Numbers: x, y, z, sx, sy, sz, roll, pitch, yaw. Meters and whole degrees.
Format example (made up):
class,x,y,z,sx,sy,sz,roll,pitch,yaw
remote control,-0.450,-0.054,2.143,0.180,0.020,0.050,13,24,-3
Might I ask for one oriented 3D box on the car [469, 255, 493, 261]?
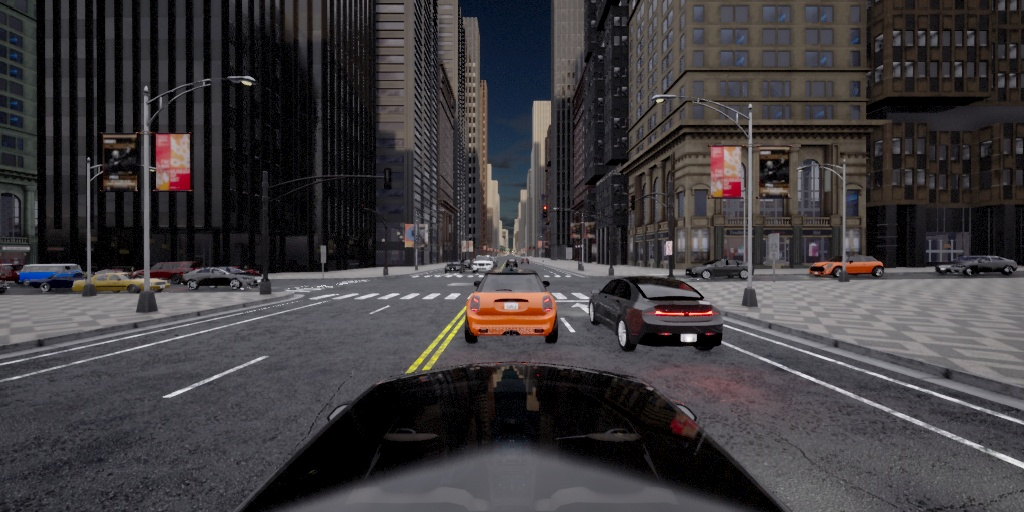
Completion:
class,x,y,z,sx,sy,sz,roll,pitch,yaw
car,-3.456,0.951,43.252,2.150,2.045,5.566,0,0,0

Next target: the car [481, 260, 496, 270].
class,x,y,z,sx,sy,sz,roll,pitch,yaw
car,-3.465,1.284,53.224,1.994,1.385,4.181,0,0,1

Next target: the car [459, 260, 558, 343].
class,x,y,z,sx,sy,sz,roll,pitch,yaw
car,-0.008,1.101,9.858,2.097,1.767,4.553,0,0,0

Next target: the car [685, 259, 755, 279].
class,x,y,z,sx,sy,sz,roll,pitch,yaw
car,16.121,1.003,27.941,4.892,1.490,1.837,-1,0,0

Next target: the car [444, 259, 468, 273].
class,x,y,z,sx,sy,sz,roll,pitch,yaw
car,-6.703,1.295,42.409,1.994,1.385,4.181,0,0,0

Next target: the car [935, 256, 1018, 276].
class,x,y,z,sx,sy,sz,roll,pitch,yaw
car,36.085,0.723,27.949,4.902,1.511,2.128,-1,0,0

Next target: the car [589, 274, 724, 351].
class,x,y,z,sx,sy,sz,roll,pitch,yaw
car,3.234,1.254,8.998,1.837,1.490,4.892,0,0,0

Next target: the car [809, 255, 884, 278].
class,x,y,z,sx,sy,sz,roll,pitch,yaw
car,25.949,0.719,27.946,4.553,1.767,2.097,-1,0,0

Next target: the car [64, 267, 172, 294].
class,x,y,z,sx,sy,sz,roll,pitch,yaw
car,-23.884,1.592,22.038,4.829,1.417,1.751,0,0,0

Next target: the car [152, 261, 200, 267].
class,x,y,z,sx,sy,sz,roll,pitch,yaw
car,-29.133,1.414,30.570,5.009,1.841,2.192,0,0,0

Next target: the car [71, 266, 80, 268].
class,x,y,z,sx,sy,sz,roll,pitch,yaw
car,-34.220,1.751,30.574,4.207,1.307,1.802,0,0,0

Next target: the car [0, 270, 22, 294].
class,x,y,z,sx,sy,sz,roll,pitch,yaw
car,-33.825,1.751,22.035,4.403,1.370,2.007,0,0,0

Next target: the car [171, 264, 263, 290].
class,x,y,z,sx,sy,sz,roll,pitch,yaw
car,-19.841,1.490,24.677,4.902,1.511,2.128,-1,0,1

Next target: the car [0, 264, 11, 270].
class,x,y,z,sx,sy,sz,roll,pitch,yaw
car,-44.394,1.621,30.583,5.009,1.841,2.192,0,0,0

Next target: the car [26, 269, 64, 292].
class,x,y,z,sx,sy,sz,roll,pitch,yaw
car,-29.677,1.733,24.701,4.718,1.301,1.895,-1,0,0

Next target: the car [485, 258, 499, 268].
class,x,y,z,sx,sy,sz,roll,pitch,yaw
car,-3.473,1.200,63.491,2.128,1.511,4.902,0,0,0

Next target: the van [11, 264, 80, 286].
class,x,y,z,sx,sy,sz,roll,pitch,yaw
van,-39.307,1.578,30.578,3.998,1.789,1.690,0,0,0
